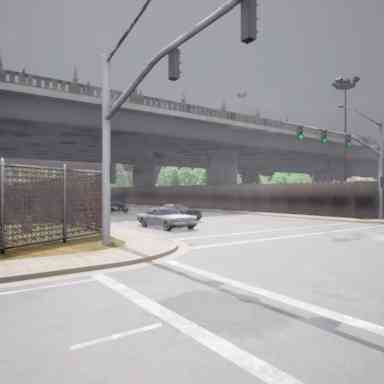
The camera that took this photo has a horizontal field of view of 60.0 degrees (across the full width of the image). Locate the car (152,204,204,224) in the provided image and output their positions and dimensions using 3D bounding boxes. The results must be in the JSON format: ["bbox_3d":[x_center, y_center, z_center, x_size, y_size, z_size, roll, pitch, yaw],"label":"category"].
[{"bbox_3d":[-1.212,1.654,26.417,1.895,1.301,4.718,0,0,-36],"label":"car"}]

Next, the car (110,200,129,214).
[{"bbox_3d":[-8.610,1.617,36.774,1.994,1.385,4.181,0,0,-36],"label":"car"}]

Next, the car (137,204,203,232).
[{"bbox_3d":[-1.639,1.654,20.995,1.895,1.301,4.718,0,0,-36],"label":"car"}]
